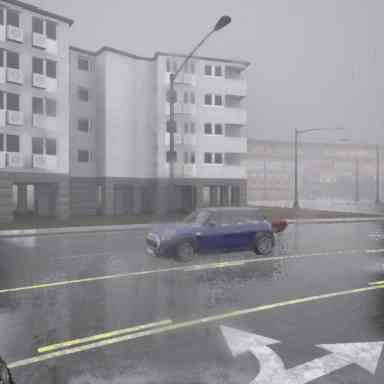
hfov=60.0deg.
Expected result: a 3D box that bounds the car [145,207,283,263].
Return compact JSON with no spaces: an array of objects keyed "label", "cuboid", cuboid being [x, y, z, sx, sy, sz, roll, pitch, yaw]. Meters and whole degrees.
[{"label":"car","cuboid":[0.660,1.352,11.907,4.553,1.767,2.097,0,0,-24]}]

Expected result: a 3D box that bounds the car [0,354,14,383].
[{"label":"car","cuboid":[-3.665,1.221,1.027,5.566,2.045,2.150,0,0,-38]}]

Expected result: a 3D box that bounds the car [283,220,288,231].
[{"label":"car","cuboid":[2.239,1.600,16.443,4.718,1.301,1.895,0,0,-21]}]
